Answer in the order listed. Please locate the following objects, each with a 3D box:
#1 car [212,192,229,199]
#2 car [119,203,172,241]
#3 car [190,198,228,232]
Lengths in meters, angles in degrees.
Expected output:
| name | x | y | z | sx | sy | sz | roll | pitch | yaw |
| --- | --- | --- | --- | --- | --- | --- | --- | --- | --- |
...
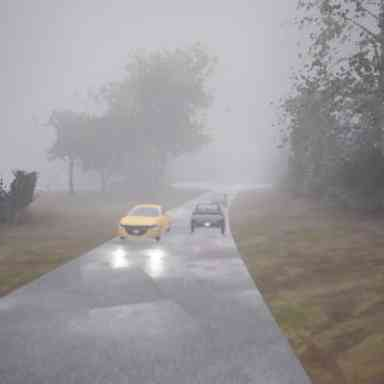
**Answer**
| name | x | y | z | sx | sy | sz | roll | pitch | yaw |
| --- | --- | --- | --- | --- | --- | --- | --- | --- | --- |
| car | 3.225 | 0.747 | 38.668 | 2.033 | 1.411 | 5.357 | 1 | 3 | 9 |
| car | -2.183 | 1.364 | 16.588 | 1.882 | 1.535 | 5.008 | 1 | 1 | 4 |
| car | 0.954 | 1.362 | 19.123 | 2.128 | 1.511 | 4.902 | 0 | 1 | 4 |
